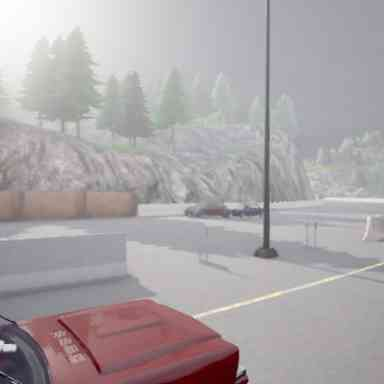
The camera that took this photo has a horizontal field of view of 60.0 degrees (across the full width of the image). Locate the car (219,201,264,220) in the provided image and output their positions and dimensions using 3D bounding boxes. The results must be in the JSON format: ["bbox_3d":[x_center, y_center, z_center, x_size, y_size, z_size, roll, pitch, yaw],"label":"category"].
[{"bbox_3d":[5.014,1.784,30.872,4.718,1.301,1.895,1,-1,-43],"label":"car"}]

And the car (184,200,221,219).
[{"bbox_3d":[1.380,1.604,32.327,4.553,1.767,2.097,1,0,-42],"label":"car"}]

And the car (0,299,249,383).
[{"bbox_3d":[-1.805,1.605,2.532,4.718,1.301,1.895,1,-1,-36],"label":"car"}]
